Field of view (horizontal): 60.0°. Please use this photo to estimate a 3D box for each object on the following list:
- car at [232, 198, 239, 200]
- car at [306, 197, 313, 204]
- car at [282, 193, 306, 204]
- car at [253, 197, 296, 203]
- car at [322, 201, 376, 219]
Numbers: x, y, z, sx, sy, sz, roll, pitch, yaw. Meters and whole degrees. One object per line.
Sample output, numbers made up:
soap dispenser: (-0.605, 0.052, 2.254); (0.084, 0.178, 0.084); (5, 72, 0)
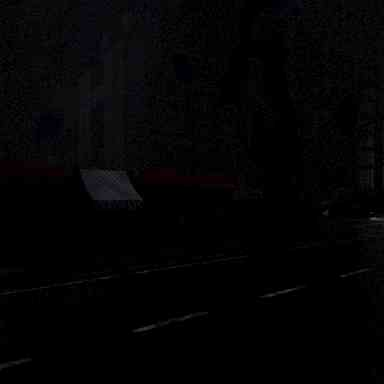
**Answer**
car: (4.771, 1.449, 40.335); (1.837, 1.490, 4.892); (0, 0, -36)
car: (19.507, 1.114, 59.415); (1.905, 1.878, 3.866); (0, 0, -36)
car: (17.114, 1.114, 57.705); (1.905, 1.878, 3.866); (0, 0, -36)
car: (7.036, 1.448, 31.232); (1.837, 1.490, 4.892); (0, 0, -36)
car: (13.358, 1.508, 28.552); (1.994, 1.385, 4.181); (0, 0, -36)
